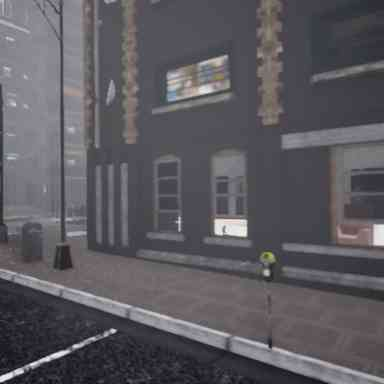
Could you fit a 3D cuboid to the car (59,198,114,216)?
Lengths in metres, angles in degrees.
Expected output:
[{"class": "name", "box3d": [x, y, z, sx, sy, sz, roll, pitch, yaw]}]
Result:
[{"class": "car", "box3d": [-9.465, 1.320, 30.236, 1.887, 1.381, 4.507, 0, 0, 36]}]

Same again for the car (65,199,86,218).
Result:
[{"class": "car", "box3d": [-8.391, 1.318, 27.168, 1.994, 1.385, 4.181, -1, 0, 36]}]
